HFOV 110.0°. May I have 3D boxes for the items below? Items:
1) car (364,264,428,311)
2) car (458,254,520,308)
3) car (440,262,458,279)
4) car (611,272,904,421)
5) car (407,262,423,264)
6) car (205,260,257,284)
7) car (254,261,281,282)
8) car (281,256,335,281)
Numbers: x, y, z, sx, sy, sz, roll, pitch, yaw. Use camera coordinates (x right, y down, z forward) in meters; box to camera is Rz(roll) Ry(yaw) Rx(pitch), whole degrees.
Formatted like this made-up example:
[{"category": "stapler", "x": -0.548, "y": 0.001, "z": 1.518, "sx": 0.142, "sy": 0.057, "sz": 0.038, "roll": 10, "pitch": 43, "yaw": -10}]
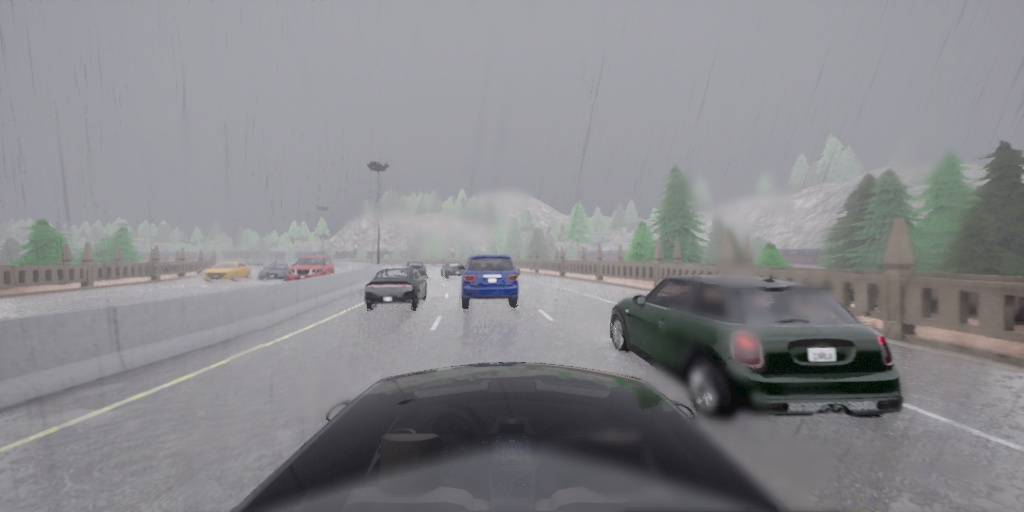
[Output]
[{"category": "car", "x": -4.550, "y": 1.239, "z": 14.560, "sx": 2.128, "sy": 1.511, "sz": 4.902, "roll": 0, "pitch": 0, "yaw": -8}, {"category": "car", "x": -1.097, "y": 0.958, "z": 15.398, "sx": 2.150, "sy": 2.045, "sz": 5.566, "roll": 0, "pitch": 0, "yaw": -8}, {"category": "car", "x": -5.434, "y": 1.274, "z": 33.177, "sx": 1.812, "sy": 1.442, "sz": 4.674, "roll": 0, "pitch": 0, "yaw": -18}, {"category": "car", "x": 3.273, "y": 1.089, "z": 6.022, "sx": 2.097, "sy": 1.767, "sz": 4.553, "roll": 0, "pitch": 0, "yaw": -3}, {"category": "car", "x": -8.791, "y": 1.267, "z": 32.277, "sx": 1.837, "sy": 1.490, "sz": 4.892, "roll": 0, "pitch": 0, "yaw": -18}, {"category": "car", "x": -22.536, "y": 1.299, "z": 28.696, "sx": 1.882, "sy": 1.535, "sz": 5.008, "roll": 0, "pitch": 0, "yaw": -20}, {"category": "car", "x": -19.152, "y": 1.371, "z": 29.552, "sx": 1.994, "sy": 1.385, "sz": 4.181, "roll": 0, "pitch": 0, "yaw": -20}, {"category": "car", "x": -14.236, "y": 1.001, "z": 25.729, "sx": 2.150, "sy": 2.045, "sz": 5.566, "roll": 0, "pitch": 0, "yaw": -16}]
